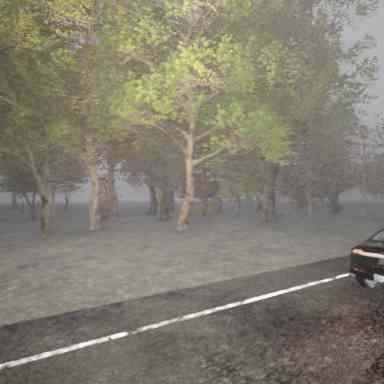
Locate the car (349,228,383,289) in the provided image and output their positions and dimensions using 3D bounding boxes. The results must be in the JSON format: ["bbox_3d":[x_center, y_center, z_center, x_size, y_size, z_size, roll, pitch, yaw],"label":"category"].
[{"bbox_3d":[5.693,1.489,7.936,4.902,1.511,2.128,0,0,-36],"label":"car"}]
